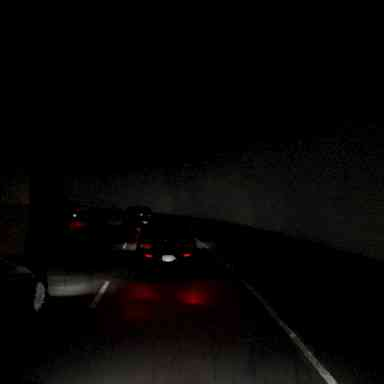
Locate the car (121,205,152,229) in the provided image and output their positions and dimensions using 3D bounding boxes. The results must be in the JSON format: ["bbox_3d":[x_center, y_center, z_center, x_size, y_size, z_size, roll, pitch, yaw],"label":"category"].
[{"bbox_3d":[-3.963,1.743,24.117,1.837,1.490,4.892,1,-1,-20],"label":"car"}]

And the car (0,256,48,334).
[{"bbox_3d":[-3.703,1.560,4.703,1.837,1.490,4.892,0,-1,-2],"label":"car"}]

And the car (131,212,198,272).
[{"bbox_3d":[-0.903,1.634,11.213,1.812,1.442,4.674,0,-1,-7],"label":"car"}]

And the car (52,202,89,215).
[{"bbox_3d":[-14.736,1.964,40.239,5.357,1.411,2.033,-1,-1,43],"label":"car"}]

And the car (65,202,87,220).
[{"bbox_3d":[-11.646,1.829,31.223,1.837,1.490,4.892,1,-1,-34],"label":"car"}]
